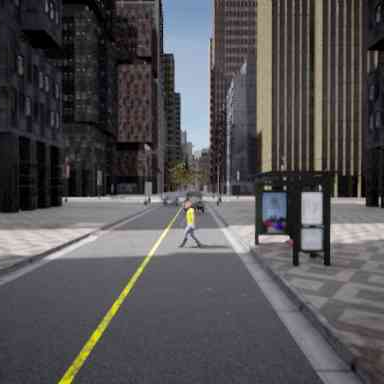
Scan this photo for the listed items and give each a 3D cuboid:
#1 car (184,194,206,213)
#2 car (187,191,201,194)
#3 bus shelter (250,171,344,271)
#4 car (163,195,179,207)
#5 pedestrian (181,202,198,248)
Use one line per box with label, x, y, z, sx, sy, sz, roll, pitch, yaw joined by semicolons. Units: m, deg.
car;0.306;1.218;32.570;1.837;1.490;4.892;0;0;1
car;0.318;0.833;43.821;2.150;2.045;5.566;0;1;2
bus shelter;3.211;0.779;11.085;1.920;2.740;3.880;0;1;0
car;-2.745;1.104;43.806;2.128;1.511;4.902;0;0;1
pedestrian;-0.095;1.184;12.513;0.375;1.860;0.375;0;1;-10
